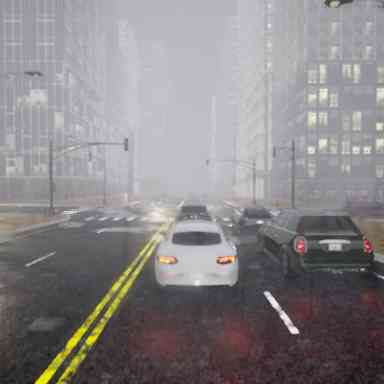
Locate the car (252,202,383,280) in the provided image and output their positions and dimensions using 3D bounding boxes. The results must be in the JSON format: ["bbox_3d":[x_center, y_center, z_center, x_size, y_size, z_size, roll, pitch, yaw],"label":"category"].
[{"bbox_3d":[3.347,1.280,9.903,2.097,1.767,4.553,0,1,0],"label":"car"}]

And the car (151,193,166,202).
[{"bbox_3d":[-6.564,1.078,62.492,1.994,1.385,4.181,0,0,0],"label":"car"}]

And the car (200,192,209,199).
[{"bbox_3d":[3.210,0.832,80.799,1.882,1.535,5.008,0,0,0],"label":"car"}]

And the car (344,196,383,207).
[{"bbox_3d":[16.187,1.309,30.019,5.009,1.841,2.192,1,1,1],"label":"car"}]

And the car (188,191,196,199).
[{"bbox_3d":[-0.041,0.854,80.799,1.837,1.490,4.892,0,0,0],"label":"car"}]

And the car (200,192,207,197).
[{"bbox_3d":[3.203,0.630,91.216,1.812,1.442,4.674,0,1,0],"label":"car"}]

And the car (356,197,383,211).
[{"bbox_3d":[21.791,1.375,38.309,4.829,1.417,1.752,1,1,1],"label":"car"}]

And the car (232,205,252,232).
[{"bbox_3d":[3.341,1.426,18.292,1.994,1.385,4.181,0,0,0],"label":"car"}]

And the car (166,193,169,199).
[{"bbox_3d":[-6.540,0.865,77.823,1.882,1.535,5.008,0,0,0],"label":"car"}]

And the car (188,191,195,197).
[{"bbox_3d":[-0.047,0.584,91.214,1.882,1.535,5.008,0,1,0],"label":"car"}]

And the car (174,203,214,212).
[{"bbox_3d":[0.092,1.370,17.884,1.837,1.490,4.892,0,0,0],"label":"car"}]

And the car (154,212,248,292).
[{"bbox_3d":[0.098,1.461,8.636,1.812,1.442,4.674,0,0,0],"label":"car"}]
